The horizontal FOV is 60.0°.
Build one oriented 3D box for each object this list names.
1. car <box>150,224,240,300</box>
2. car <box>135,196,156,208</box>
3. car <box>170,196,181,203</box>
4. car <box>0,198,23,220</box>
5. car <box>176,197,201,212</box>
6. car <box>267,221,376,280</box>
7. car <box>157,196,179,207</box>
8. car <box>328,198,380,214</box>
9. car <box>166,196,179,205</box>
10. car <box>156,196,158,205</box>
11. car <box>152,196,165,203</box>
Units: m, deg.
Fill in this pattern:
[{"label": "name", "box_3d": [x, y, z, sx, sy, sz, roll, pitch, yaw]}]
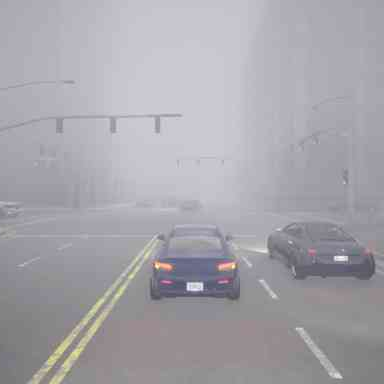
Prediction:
[{"label": "car", "box_3d": [0.077, 1.526, 8.256, 1.812, 1.442, 4.674, 0, 0, 1]}, {"label": "car", "box_3d": [-6.994, 1.547, 48.452, 2.033, 1.411, 5.357, 0, 0, 0]}, {"label": "car", "box_3d": [-3.351, 1.564, 69.253, 1.994, 1.385, 4.181, 0, 0, 0]}, {"label": "car", "box_3d": [-16.803, 1.166, 26.965, 5.566, 2.045, 2.150, 0, 0, -1]}, {"label": "car", "box_3d": [-0.141, 1.552, 39.114, 1.994, 1.385, 4.181, 0, -1, 12]}, {"label": "car", "box_3d": [3.593, 1.564, 9.992, 1.994, 1.385, 4.181, 0, 0, 0]}, {"label": "car", "box_3d": [-3.489, 1.492, 49.659, 2.128, 1.511, 4.902, 0, 0, 0]}, {"label": "car", "box_3d": [16.780, 1.422, 34.500, 5.008, 1.535, 1.882, 0, 0, 0]}, {"label": "car", "box_3d": [-3.448, 1.478, 59.250, 1.882, 1.535, 5.008, 0, 0, 0]}, {"label": "car", "box_3d": [-6.957, 1.505, 58.186, 1.837, 1.490, 4.892, 0, 0, 0]}, {"label": "car", "box_3d": [-6.857, 1.547, 68.633, 2.033, 1.411, 5.357, 0, 0, 0]}]
